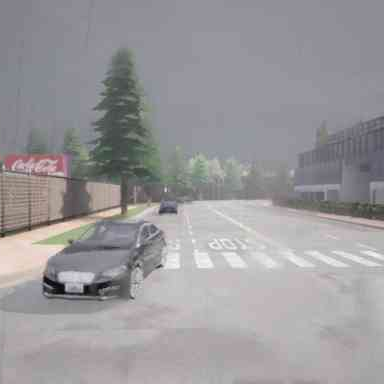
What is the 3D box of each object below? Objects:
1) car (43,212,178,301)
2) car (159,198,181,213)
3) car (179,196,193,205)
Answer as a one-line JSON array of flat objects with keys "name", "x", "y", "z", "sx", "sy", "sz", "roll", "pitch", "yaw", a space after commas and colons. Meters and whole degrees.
[{"name": "car", "x": -1.873, "y": 1.500, "z": 8.562, "sx": 2.128, "sy": 1.511, "sz": 4.902, "roll": 1, "pitch": 0, "yaw": 7}, {"name": "car", "x": -2.332, "y": 1.607, "z": 33.607, "sx": 1.895, "sy": 1.301, "sz": 4.718, "roll": 0, "pitch": 0, "yaw": -2}, {"name": "car", "x": -1.512, "y": 1.481, "z": 60.126, "sx": 2.033, "sy": 1.411, "sz": 5.357, "roll": 0, "pitch": 0, "yaw": 20}]
